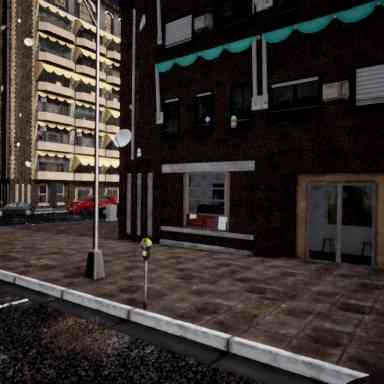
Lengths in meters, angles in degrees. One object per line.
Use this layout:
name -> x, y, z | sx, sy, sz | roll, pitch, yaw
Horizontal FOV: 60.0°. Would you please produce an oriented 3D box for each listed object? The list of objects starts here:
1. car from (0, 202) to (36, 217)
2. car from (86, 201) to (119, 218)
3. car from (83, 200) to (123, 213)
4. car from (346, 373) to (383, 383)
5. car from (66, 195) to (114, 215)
car -> -17.449, 1.622, 32.133 | 2.008, 1.369, 4.403 | 1, 0, 36
car -> -7.426, 1.822, 31.605 | 1.947, 1.339, 4.313 | 1, 0, 36
car -> -10.880, 1.708, 41.039 | 1.887, 1.381, 4.507 | 1, 0, 36
car -> 2.671, 1.552, 1.109 | 4.403, 1.369, 2.008 | 0, 1, 36
car -> -10.941, 1.400, 36.563 | 2.150, 2.045, 5.566 | 1, 0, 37
